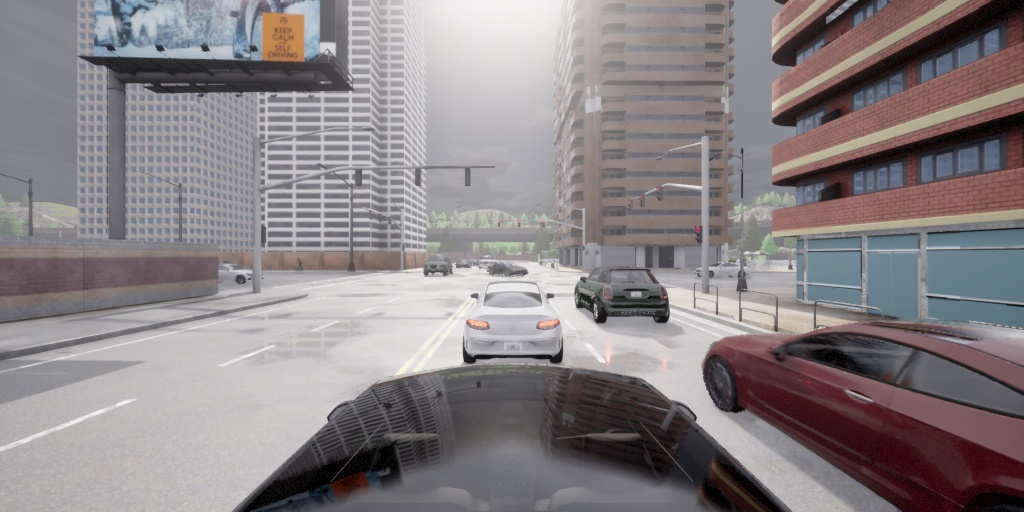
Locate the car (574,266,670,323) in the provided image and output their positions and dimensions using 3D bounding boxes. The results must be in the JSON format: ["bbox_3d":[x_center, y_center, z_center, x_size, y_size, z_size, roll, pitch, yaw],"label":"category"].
[{"bbox_3d":[3.494,1.102,12.236,2.097,1.767,4.553,0,0,0],"label":"car"}]

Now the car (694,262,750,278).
[{"bbox_3d":[19.372,1.276,33.106,4.674,1.442,1.812,0,0,0],"label":"car"}]

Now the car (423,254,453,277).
[{"bbox_3d":[-7.389,0.971,36.338,2.150,2.045,5.566,0,0,0],"label":"car"}]

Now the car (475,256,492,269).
[{"bbox_3d":[-4.074,0.971,56.714,2.150,2.045,5.566,0,0,0],"label":"car"}]

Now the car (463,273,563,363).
[{"bbox_3d":[0.014,1.276,8.019,1.812,1.442,4.674,0,0,0],"label":"car"}]

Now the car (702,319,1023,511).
[{"bbox_3d":[3.582,1.276,3.086,1.812,1.442,4.674,0,0,0],"label":"car"}]

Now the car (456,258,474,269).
[{"bbox_3d":[-7.543,1.227,55.633,1.882,1.535,5.008,0,0,0],"label":"car"}]

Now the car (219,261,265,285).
[{"bbox_3d":[-20.454,1.276,25.825,4.674,1.442,1.812,0,0,0],"label":"car"}]

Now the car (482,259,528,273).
[{"bbox_3d":[-0.566,1.297,35.312,2.033,1.411,5.357,0,0,-33],"label":"car"}]

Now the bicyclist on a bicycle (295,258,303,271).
[{"bbox_3d":[-25.994,1.051,43.769,0.582,1.620,1.656,0,0,0],"label":"bicyclist on a bicycle"}]
